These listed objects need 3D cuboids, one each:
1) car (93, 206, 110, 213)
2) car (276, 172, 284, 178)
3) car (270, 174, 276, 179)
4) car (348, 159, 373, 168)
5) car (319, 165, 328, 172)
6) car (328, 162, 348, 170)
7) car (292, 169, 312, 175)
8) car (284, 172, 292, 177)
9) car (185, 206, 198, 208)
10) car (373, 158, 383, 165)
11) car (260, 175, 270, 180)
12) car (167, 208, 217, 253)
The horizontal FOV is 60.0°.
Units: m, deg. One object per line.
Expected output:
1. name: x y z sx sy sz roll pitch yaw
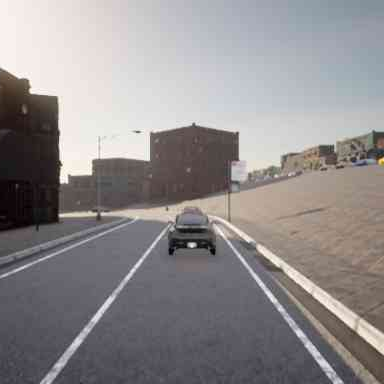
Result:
1. car: -17.978 3.485 65.805 2.128 1.511 4.902 0 -3 -40
2. car: 21.260 -3.702 74.789 2.185 1.767 4.553 0 0 -1
3. car: 21.140 -3.709 80.308 2.185 1.767 4.553 0 0 -1
4. car: 22.099 -3.422 41.622 2.002 1.452 4.674 0 0 -2
5. car: 21.738 -3.529 52.683 2.231 1.521 4.892 0 0 -1
6. car: 21.866 -3.504 47.165 2.231 1.521 4.892 0 0 -1
7. car: 21.501 -3.680 63.622 2.185 1.767 4.553 0 0 -1
8. car: 21.383 -3.526 69.114 2.002 1.452 4.674 0 0 -1
9. car: -0.032 1.950 29.293 1.994 1.385 4.181 0 -1 -2
10. car: 22.450 -3.414 36.085 2.097 1.535 5.008 0 0 -4
11. car: 20.901 -3.585 91.323 2.231 1.521 4.892 0 0 -1
12. car: 0.007 1.646 14.241 1.837 1.490 4.892 0 0 0
